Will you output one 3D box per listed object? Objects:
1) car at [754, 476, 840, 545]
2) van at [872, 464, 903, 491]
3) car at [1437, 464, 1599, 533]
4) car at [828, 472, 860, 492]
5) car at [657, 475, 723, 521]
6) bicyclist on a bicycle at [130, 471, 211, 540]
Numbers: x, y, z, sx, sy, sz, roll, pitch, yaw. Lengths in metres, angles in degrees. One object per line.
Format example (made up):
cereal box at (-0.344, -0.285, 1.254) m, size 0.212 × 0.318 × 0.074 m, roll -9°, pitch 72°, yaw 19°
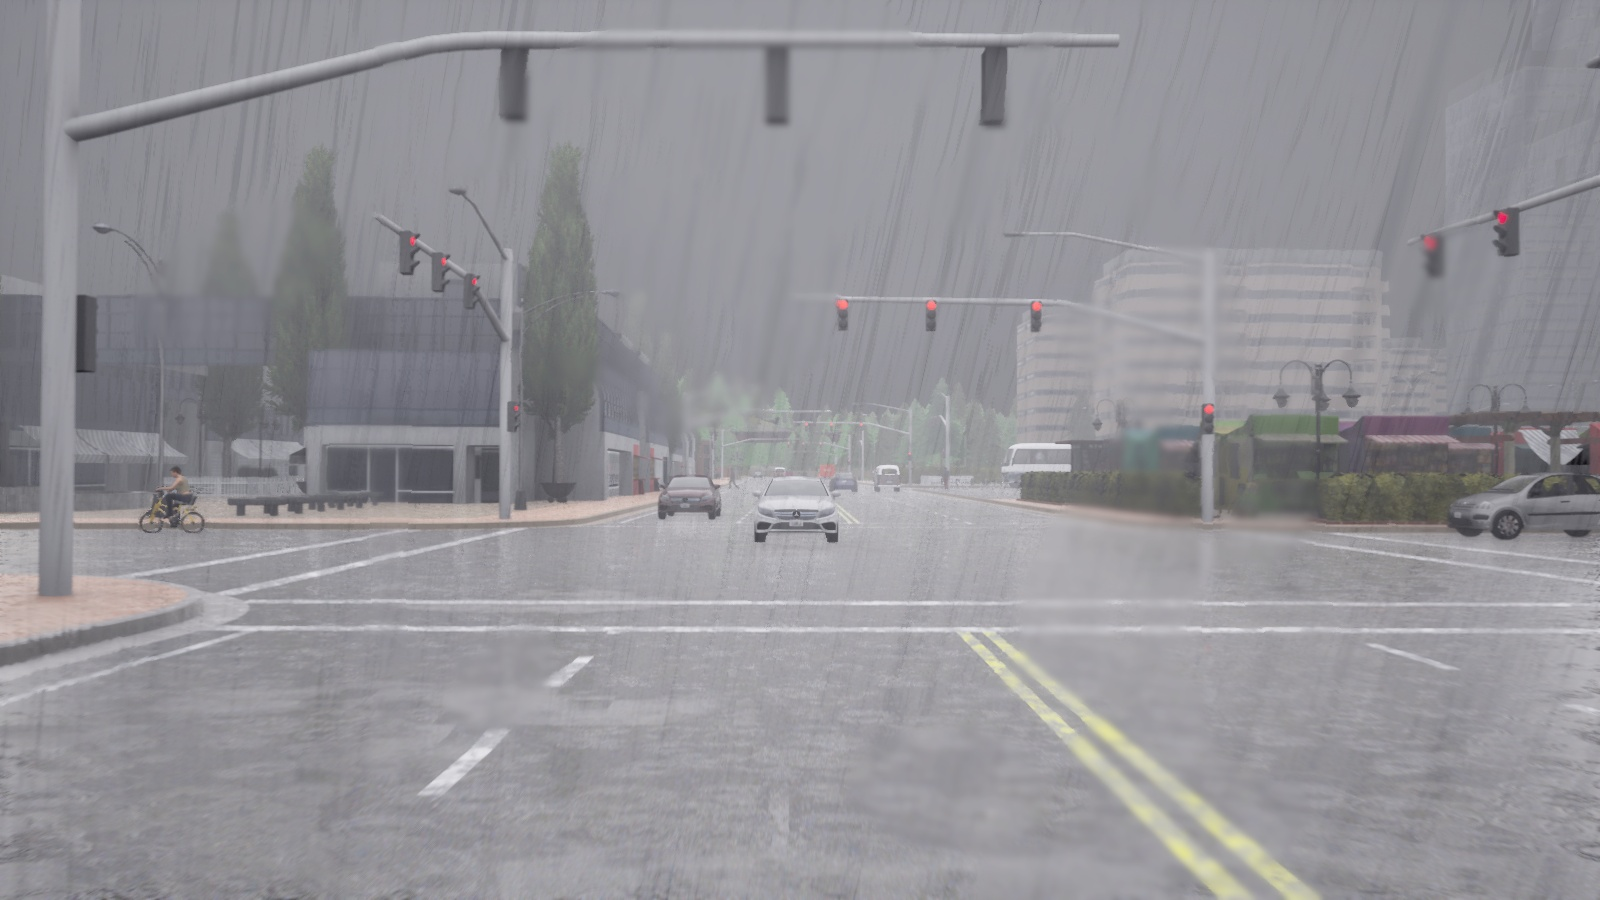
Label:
car at (-0.071, 1.324, 28.851) m, size 1.812 × 1.442 × 4.674 m, roll 0°, pitch -1°, yaw 0°
van at (6.716, 2.130, 96.709) m, size 2.069 × 2.038 × 4.480 m, roll 0°, pitch -1°, yaw -1°
car at (18.015, 1.154, 30.656) m, size 3.988 × 1.617 × 1.851 m, roll 0°, pitch -1°, yaw -2°
car at (3.251, 2.375, 94.030) m, size 2.163 × 1.488 × 4.792 m, roll 0°, pitch -1°, yaw -1°
car at (-3.602, 1.556, 41.865) m, size 1.812 × 1.442 × 4.674 m, roll 0°, pitch -1°, yaw 0°
bicyclist on a bicycle at (-14.973, 1.311, 29.890) m, size 1.509 × 1.612 × 0.866 m, roll 0°, pitch -1°, yaw -4°
